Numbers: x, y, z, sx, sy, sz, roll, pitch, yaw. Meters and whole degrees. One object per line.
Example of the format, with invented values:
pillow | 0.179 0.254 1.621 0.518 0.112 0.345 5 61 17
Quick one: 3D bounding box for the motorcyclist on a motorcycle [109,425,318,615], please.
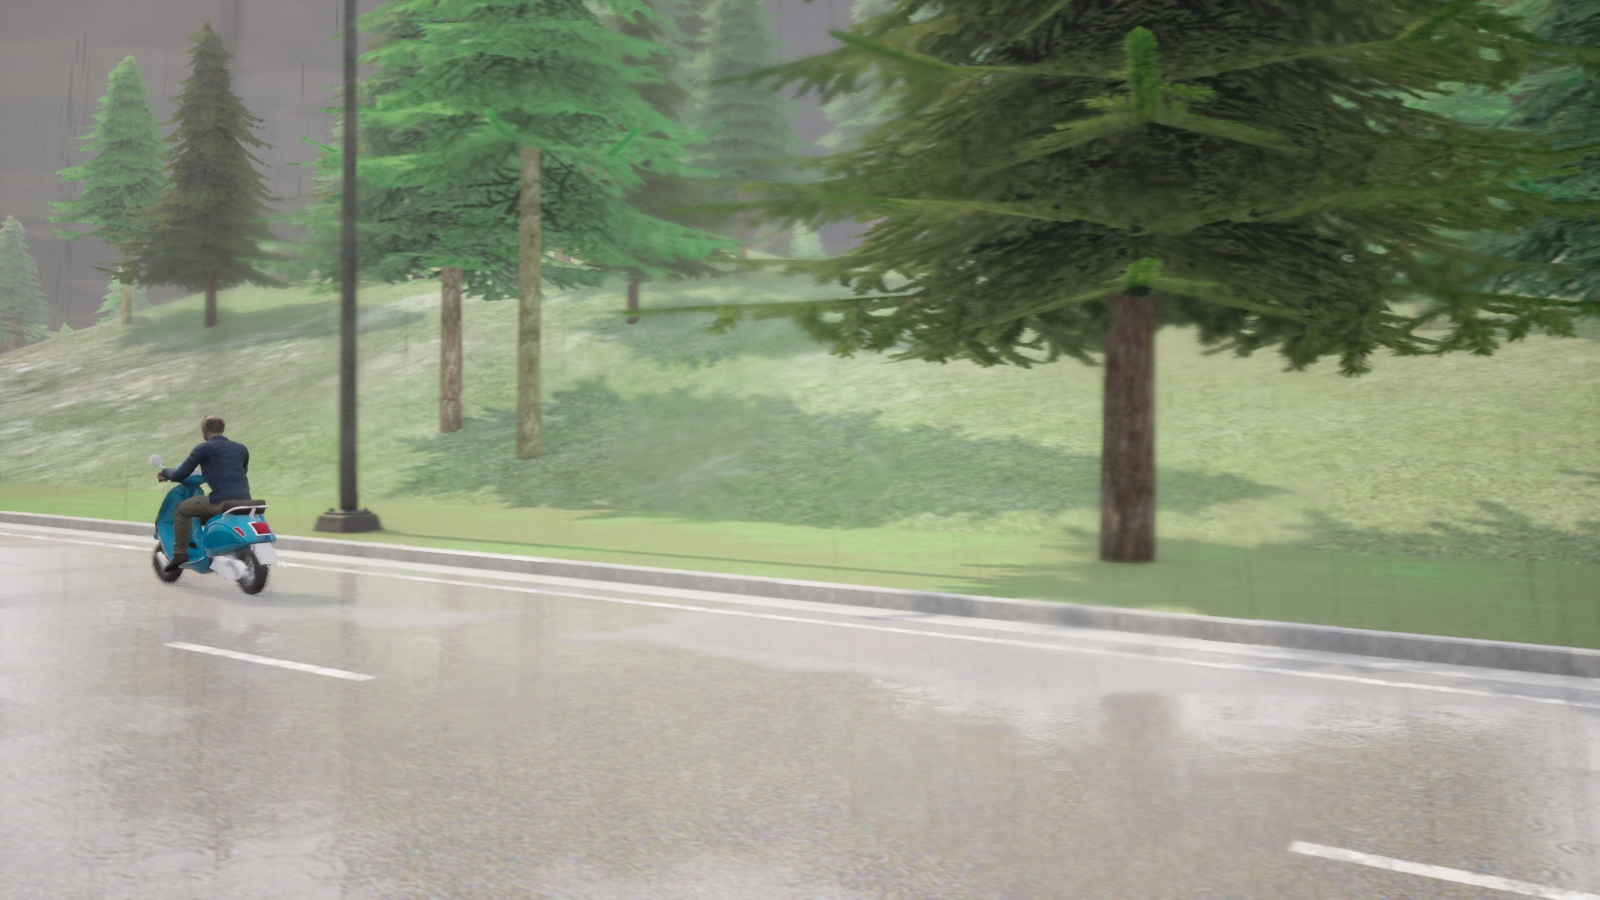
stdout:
motorcyclist on a motorcycle | -5.313 0.578 11.354 1.817 1.590 0.866 0 1 34
